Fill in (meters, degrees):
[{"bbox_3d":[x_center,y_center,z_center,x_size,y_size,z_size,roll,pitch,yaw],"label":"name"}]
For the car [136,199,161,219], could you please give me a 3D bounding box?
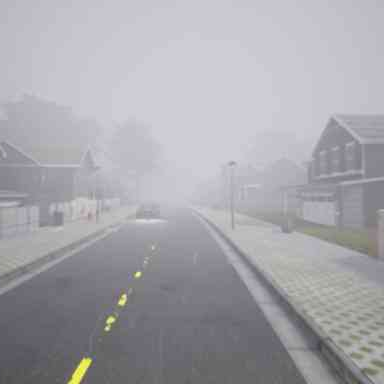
[{"bbox_3d":[-3.800,1.625,29.525,1.994,1.385,4.181,0,0,-3],"label":"car"}]
